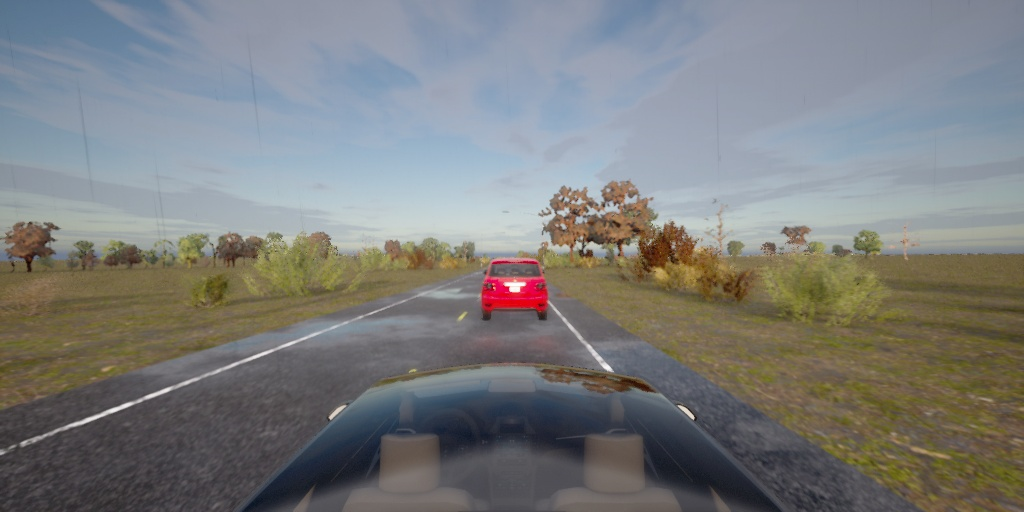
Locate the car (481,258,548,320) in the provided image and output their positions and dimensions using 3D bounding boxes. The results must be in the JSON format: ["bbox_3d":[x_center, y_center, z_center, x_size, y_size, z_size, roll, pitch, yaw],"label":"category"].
[{"bbox_3d":[0.090,1.115,13.421,2.150,2.045,5.566,0,-1,0],"label":"car"}]

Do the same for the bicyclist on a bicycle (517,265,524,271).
[{"bbox_3d":[0.938,1.568,37.911,0.659,1.776,1.843,0,0,0],"label":"bicyclist on a bicycle"}]
